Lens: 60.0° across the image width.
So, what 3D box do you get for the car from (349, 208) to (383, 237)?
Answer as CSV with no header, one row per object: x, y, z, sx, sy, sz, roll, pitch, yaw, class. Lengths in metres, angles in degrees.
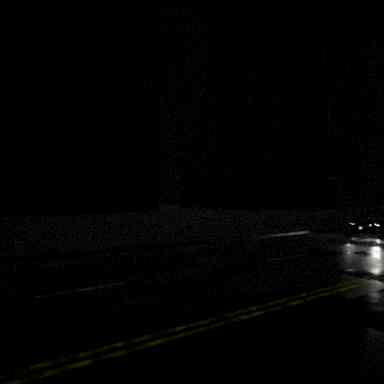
11.229,1.756,19.665,4.892,1.490,1.837,1,-1,-35,car
